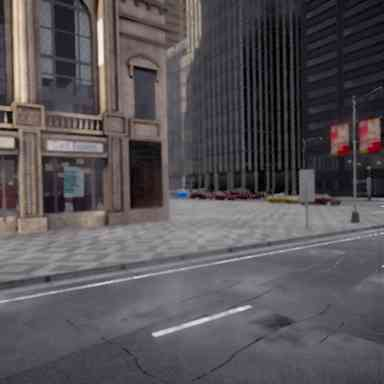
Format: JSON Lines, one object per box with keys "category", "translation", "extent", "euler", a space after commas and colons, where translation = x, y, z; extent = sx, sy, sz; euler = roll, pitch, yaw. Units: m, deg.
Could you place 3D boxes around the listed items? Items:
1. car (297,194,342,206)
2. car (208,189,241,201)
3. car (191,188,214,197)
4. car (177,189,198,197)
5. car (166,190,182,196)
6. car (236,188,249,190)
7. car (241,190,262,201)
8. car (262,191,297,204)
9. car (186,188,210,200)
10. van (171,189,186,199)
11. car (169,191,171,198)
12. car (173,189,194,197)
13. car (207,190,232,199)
{"category": "car", "translation": [14.800, 0.857, 37.885], "extent": [1.887, 1.381, 4.507], "euler": [-1, 1, -36]}
{"category": "car", "translation": [4.994, 0.717, 51.617], "extent": [1.887, 1.381, 4.507], "euler": [-1, 1, -36]}
{"category": "car", "translation": [2.124, 0.094, 70.294], "extent": [2.192, 1.841, 5.009], "euler": [-1, 1, -36]}
{"category": "car", "translation": [-0.945, 0.234, 64.824], "extent": [1.994, 1.385, 4.181], "euler": [-2, 2, -36]}
{"category": "car", "translation": [-4.411, 0.250, 79.453], "extent": [1.802, 1.307, 4.206], "euler": [-1, 1, -36]}
{"category": "car", "translation": [8.661, 0.198, 61.140], "extent": [2.192, 1.841, 5.009], "euler": [-1, 1, -36]}
{"category": "car", "translation": [8.577, 0.716, 51.349], "extent": [1.895, 1.301, 4.718], "euler": [-2, 2, -35]}
{"category": "car", "translation": [11.629, 0.794, 42.323], "extent": [1.752, 1.417, 4.829], "euler": [-1, 1, -36]}
{"category": "car", "translation": [1.723, 0.437, 56.191], "extent": [2.192, 1.841, 5.009], "euler": [-1, 1, -36]}
{"category": "van", "translation": [-1.546, 0.412, 60.769], "extent": [1.690, 1.788, 3.998], "euler": [-1, 1, -36]}
{"category": "car", "translation": [-4.813, 0.569, 65.350], "extent": [2.008, 1.369, 4.403], "euler": [-1, 1, -36]}
{"category": "car", "translation": [-1.892, 0.181, 71.314], "extent": [2.128, 1.511, 4.902], "euler": [-2, 2, -36]}
{"category": "car", "translation": [5.041, 0.425, 61.657], "extent": [2.128, 1.511, 4.902], "euler": [-2, 1, -34]}
